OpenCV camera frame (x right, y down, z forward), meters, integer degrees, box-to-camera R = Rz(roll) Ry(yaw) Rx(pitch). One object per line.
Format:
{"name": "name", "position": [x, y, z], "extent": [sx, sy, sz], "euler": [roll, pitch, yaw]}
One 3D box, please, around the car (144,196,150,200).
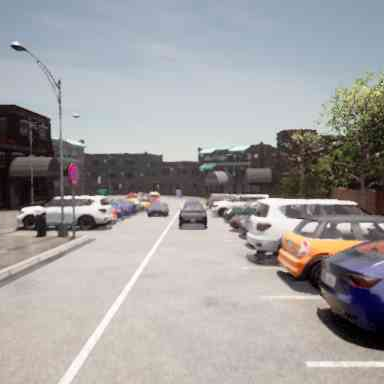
{"name": "car", "position": [-7.741, 1.562, 38.111], "extent": [4.892, 1.521, 2.231], "euler": [0, 0, 0]}

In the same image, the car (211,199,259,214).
{"name": "car", "position": [4.604, 1.558, 36.337], "extent": [4.892, 1.521, 2.231], "euler": [0, 0, 0]}

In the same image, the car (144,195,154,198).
{"name": "car", "position": [-7.559, 1.571, 44.114], "extent": [5.366, 1.575, 1.946], "euler": [0, 0, 0]}

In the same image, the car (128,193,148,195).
{"name": "car", "position": [-7.717, 1.450, 47.056], "extent": [4.553, 1.767, 2.185], "euler": [0, 0, 0]}

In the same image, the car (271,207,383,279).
{"name": "car", "position": [4.607, 1.373, 8.401], "extent": [4.553, 1.767, 2.185], "euler": [0, 0, 0]}

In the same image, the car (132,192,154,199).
{"name": "car", "position": [-10.693, 0.764, 72.788], "extent": [4.718, 1.301, 1.895], "euler": [2, 4, 37]}

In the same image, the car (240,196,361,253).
{"name": "car", "position": [4.662, 1.253, 11.196], "extent": [5.566, 2.045, 2.435], "euler": [0, 0, 0]}

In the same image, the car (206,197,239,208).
{"name": "car", "position": [4.571, 1.555, 50.318], "extent": [4.892, 1.521, 2.231], "euler": [0, 1, 0]}

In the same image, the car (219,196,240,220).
{"name": "car", "position": [4.645, 1.408, 25.288], "extent": [4.553, 1.767, 2.185], "euler": [0, 0, 0]}

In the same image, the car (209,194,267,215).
{"name": "car", "position": [4.577, 1.294, 30.750], "extent": [5.566, 2.045, 2.435], "euler": [0, 0, 0]}

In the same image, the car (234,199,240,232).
{"name": "car", "position": [4.657, 1.390, 16.781], "extent": [4.553, 1.767, 2.185], "euler": [0, 0, 0]}

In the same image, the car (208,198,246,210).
{"name": "car", "position": [4.592, 1.576, 44.715], "extent": [4.892, 1.521, 2.231], "euler": [0, 0, 0]}

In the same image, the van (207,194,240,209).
{"name": "van", "position": [4.465, 1.349, 47.509], "extent": [4.442, 1.987, 1.878], "euler": [0, 0, 0]}

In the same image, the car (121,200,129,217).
{"name": "car", "position": [-7.715, 1.576, 26.359], "extent": [4.674, 1.452, 2.002], "euler": [0, 0, 0]}

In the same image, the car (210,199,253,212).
{"name": "car", "position": [4.587, 1.565, 39.255], "extent": [4.892, 1.521, 2.231], "euler": [0, 0, 0]}

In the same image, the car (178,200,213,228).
{"name": "car", "position": [0.066, 1.541, 22.772], "extent": [2.128, 1.511, 4.902], "euler": [0, 0, 0]}

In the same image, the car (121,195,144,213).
{"name": "car", "position": [-7.762, 1.430, 35.299], "extent": [4.553, 1.767, 2.185], "euler": [0, 0, 0]}

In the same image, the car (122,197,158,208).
{"name": "car", "position": [-7.757, 1.559, 49.886], "extent": [5.008, 1.535, 2.097], "euler": [0, 0, 0]}

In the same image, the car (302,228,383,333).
{"name": "car", "position": [4.670, 1.522, 5.609], "extent": [4.792, 1.488, 2.163], "euler": [0, 0, 0]}

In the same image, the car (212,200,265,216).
{"name": "car", "position": [4.596, 1.551, 33.544], "extent": [5.008, 1.535, 2.097], "euler": [0, 0, 0]}

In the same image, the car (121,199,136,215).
{"name": "car", "position": [-7.720, 1.583, 29.421], "extent": [4.674, 1.452, 2.002], "euler": [0, 0, 0]}

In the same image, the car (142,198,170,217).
{"name": "car", "position": [-3.145, 1.616, 31.994], "extent": [2.033, 1.411, 5.357], "euler": [0, 0, 0]}

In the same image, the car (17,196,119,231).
{"name": "car", "position": [-7.738, 1.273, 20.608], "extent": [5.566, 2.045, 2.435], "euler": [0, 0, 0]}

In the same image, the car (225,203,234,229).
{"name": "car", "position": [4.591, 1.551, 19.577], "extent": [4.792, 1.488, 2.163], "euler": [0, 0, 0]}

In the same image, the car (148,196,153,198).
{"name": "car", "position": [-7.925, 1.565, 41.174], "extent": [5.366, 1.575, 1.946], "euler": [0, 0, 0]}

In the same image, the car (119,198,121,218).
{"name": "car", "position": [-7.682, 1.404, 23.421], "extent": [4.553, 1.767, 2.185], "euler": [0, 0, 0]}
